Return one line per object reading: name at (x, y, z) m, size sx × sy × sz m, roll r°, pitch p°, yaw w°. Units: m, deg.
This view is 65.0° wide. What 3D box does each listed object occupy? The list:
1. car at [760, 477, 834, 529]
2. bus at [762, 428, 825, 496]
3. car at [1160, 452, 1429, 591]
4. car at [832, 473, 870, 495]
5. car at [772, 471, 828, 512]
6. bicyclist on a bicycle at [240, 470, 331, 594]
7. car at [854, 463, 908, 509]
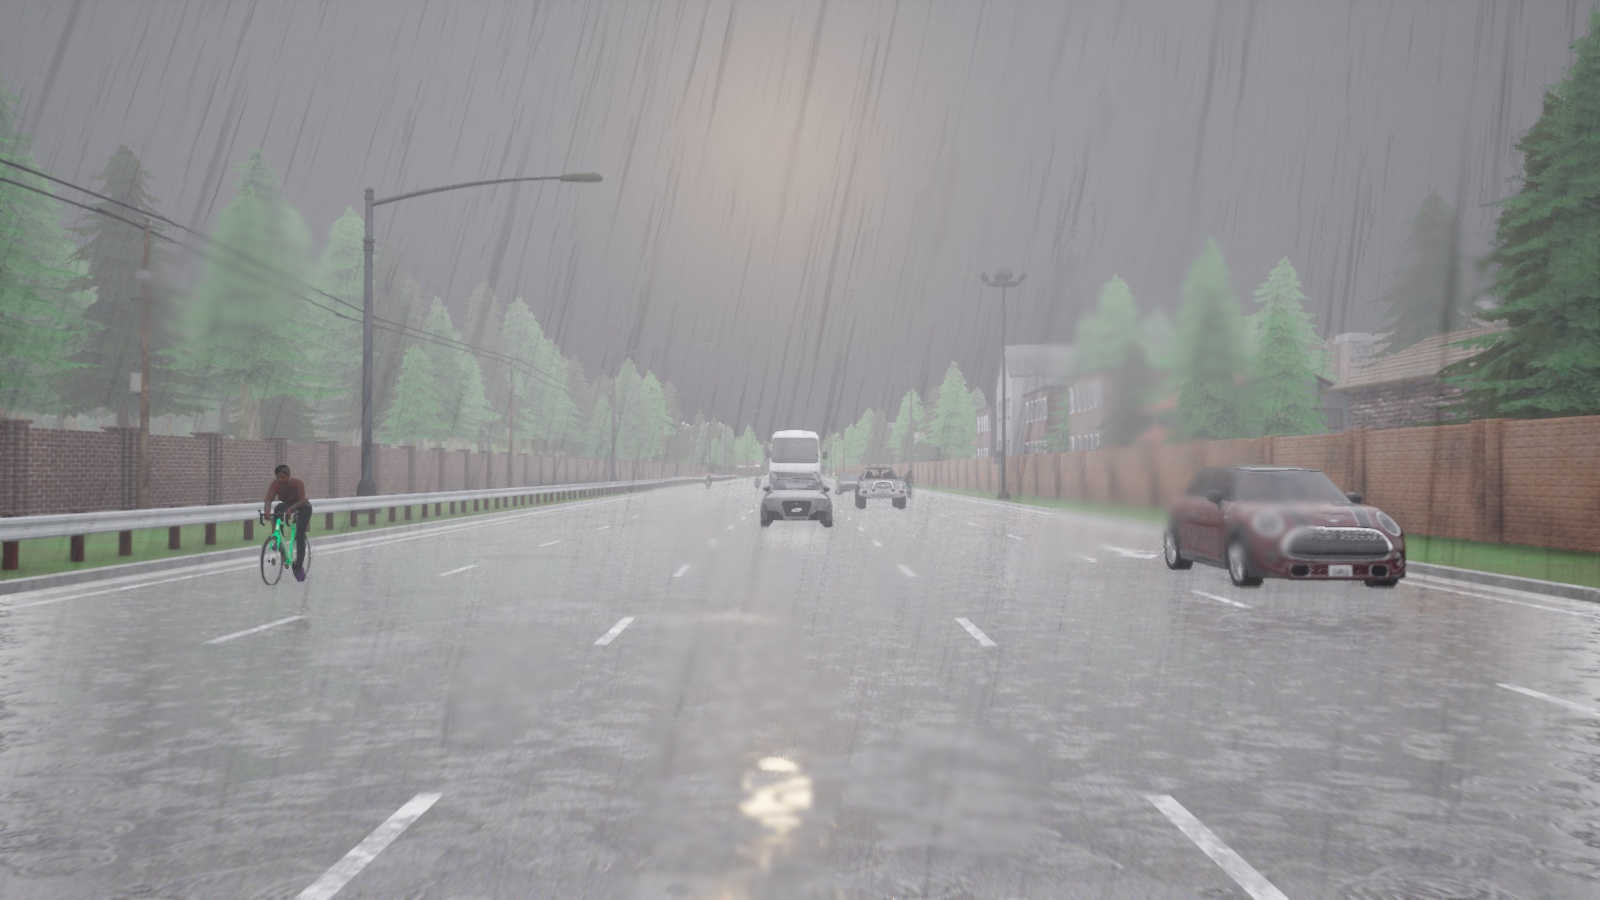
car at (-0.089, 1.483, 36.117) m, size 1.994 × 1.385 × 4.181 m, roll 0°, pitch -1°, yaw 0°
bus at (-0.288, 0.854, 84.507) m, size 3.944 × 4.253 × 10.273 m, roll 0°, pitch -1°, yaw 1°
car at (6.954, 0.951, 18.280) m, size 2.097 × 1.767 × 4.553 m, roll 0°, pitch -1°, yaw 0°
car at (3.376, 2.260, 84.281) m, size 2.033 × 1.411 × 5.357 m, roll 0°, pitch -1°, yaw -3°
car at (0.040, 1.624, 49.625) m, size 1.789 × 1.549 × 3.705 m, roll -1°, pitch -1°, yaw 6°
bicyclist on a bicycle at (-7.043, 1.085, 17.264) m, size 0.582 × 1.620 × 1.656 m, roll 0°, pitch -1°, yaw 0°
car at (3.370, 1.504, 52.915) m, size 1.932 × 1.855 × 4.605 m, roll 0°, pitch -1°, yaw 0°
